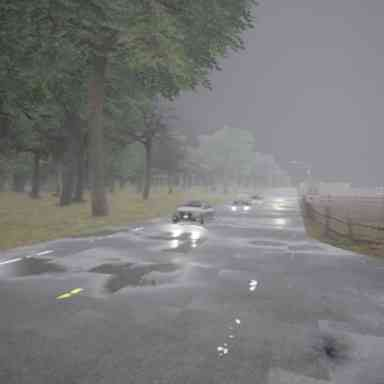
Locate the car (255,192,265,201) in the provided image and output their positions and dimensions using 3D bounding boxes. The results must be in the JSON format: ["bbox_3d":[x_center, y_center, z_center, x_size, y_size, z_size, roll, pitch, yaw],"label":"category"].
[{"bbox_3d":[11.659,0.701,58.235,2.033,1.411,5.357,1,1,17],"label":"car"}]

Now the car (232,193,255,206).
[{"bbox_3d":[6.354,0.964,41.509,1.812,1.442,4.674,1,1,17],"label":"car"}]

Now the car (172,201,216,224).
[{"bbox_3d":[0.218,1.275,21.852,1.994,1.385,4.181,1,1,17],"label":"car"}]
